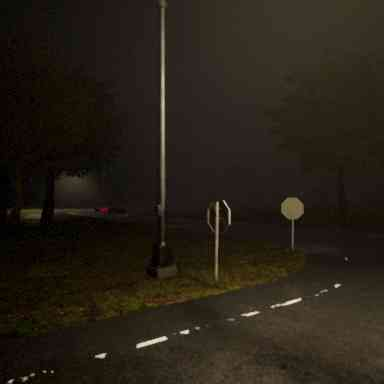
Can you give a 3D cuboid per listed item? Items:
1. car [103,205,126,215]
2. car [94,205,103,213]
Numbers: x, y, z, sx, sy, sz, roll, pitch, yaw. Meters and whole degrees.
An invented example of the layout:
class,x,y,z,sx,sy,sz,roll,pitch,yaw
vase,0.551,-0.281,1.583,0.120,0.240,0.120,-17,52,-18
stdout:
class,x,y,z,sx,sy,sz,roll,pitch,yaw
car,-12.533,2.912,55.201,1.882,1.535,5.008,2,-2,-33
car,-16.576,3.118,61.251,1.994,1.385,4.181,2,-2,-34
